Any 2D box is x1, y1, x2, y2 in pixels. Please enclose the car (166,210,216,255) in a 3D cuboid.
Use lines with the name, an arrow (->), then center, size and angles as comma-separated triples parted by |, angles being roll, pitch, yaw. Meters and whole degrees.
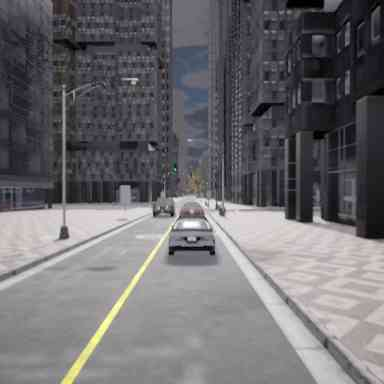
car -> -0.002, 1.692, 13.985 | 2.033, 1.411, 5.357 | 0, -1, 0

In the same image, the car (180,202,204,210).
car -> -0.003, 1.673, 29.085 | 2.097, 1.767, 4.553 | 0, -1, 0

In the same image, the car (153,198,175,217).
car -> -3.009, 1.628, 36.724 | 2.150, 2.045, 5.566 | 0, -1, 0
